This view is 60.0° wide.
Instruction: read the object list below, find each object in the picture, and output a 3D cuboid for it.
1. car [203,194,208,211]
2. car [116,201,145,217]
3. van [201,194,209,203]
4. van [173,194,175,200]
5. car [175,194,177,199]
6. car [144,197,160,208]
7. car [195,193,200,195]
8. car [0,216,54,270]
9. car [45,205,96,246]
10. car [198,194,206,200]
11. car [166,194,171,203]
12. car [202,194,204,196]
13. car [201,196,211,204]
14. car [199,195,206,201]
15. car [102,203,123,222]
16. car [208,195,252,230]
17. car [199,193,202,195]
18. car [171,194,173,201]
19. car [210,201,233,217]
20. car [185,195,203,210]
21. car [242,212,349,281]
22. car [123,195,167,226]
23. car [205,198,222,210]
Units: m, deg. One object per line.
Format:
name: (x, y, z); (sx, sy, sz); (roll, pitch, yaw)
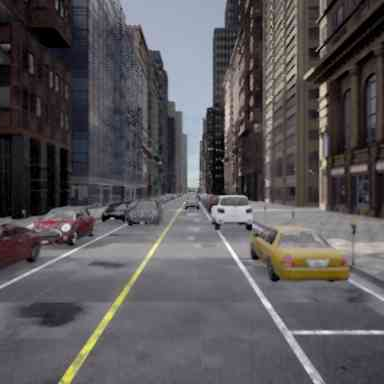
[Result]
car: (2.751, 1.295, 37.436); (2.192, 1.841, 5.009); (0, 0, 0)
car: (-5.772, 1.547, 31.820); (1.947, 1.339, 4.313); (0, 0, 0)
van: (2.744, 1.317, 71.046); (1.690, 1.788, 3.998); (0, 0, 0)
van: (-5.783, 1.316, 82.240); (1.690, 1.788, 3.998); (0, 0, 0)
car: (-5.784, 1.520, 87.842); (1.887, 1.381, 4.507); (0, 0, 0)
car: (-5.776, 1.523, 48.627); (1.887, 1.381, 4.507); (0, 0, 0)
car: (-0.012, 1.482, 59.479); (1.837, 1.490, 4.892); (0, 0, 0)
car: (-5.767, 1.575, 9.412); (1.802, 1.307, 4.206); (0, 0, 0)
car: (-5.769, 1.429, 15.014); (1.967, 1.590, 4.097); (0, 0, 0)
car: (2.740, 1.415, 93.454); (1.967, 1.590, 4.097); (0, 0, 0)
car: (-5.780, 1.417, 65.433); (1.967, 1.590, 4.097); (0, 0, 0)
car: (2.749, 1.418, 48.640); (1.967, 1.590, 4.097); (0, 0, 0)
car: (2.746, 1.559, 65.445); (1.802, 1.307, 4.206); (0, 0, 0)
car: (2.741, 1.520, 87.853); (1.887, 1.381, 4.507); (0, 0, 0)
car: (-5.771, 1.549, 26.218); (1.947, 1.339, 4.313); (0, 0, 0)
car: (2.389, 1.206, 20.998); (2.150, 2.045, 5.566); (0, 0, 0)
car: (2.747, 1.417, 59.843); (1.967, 1.590, 4.097); (0, 0, 0)
car: (-5.780, 1.521, 71.035); (1.887, 1.381, 4.507); (0, 0, 0)
car: (2.753, 1.563, 31.835); (1.802, 1.307, 4.206); (0, 0, 0)
car: (0.040, 1.526, 43.238); (2.033, 1.411, 5.357); (0, 0, 0)
car: (2.758, 1.518, 9.598); (1.752, 1.417, 4.829); (0, 0, 0)
car: (-3.104, 1.336, 22.959); (2.097, 1.767, 4.553); (0, 0, 0)
car: (2.751, 1.545, 43.038); (1.947, 1.339, 4.313); (0, 0, 0)
